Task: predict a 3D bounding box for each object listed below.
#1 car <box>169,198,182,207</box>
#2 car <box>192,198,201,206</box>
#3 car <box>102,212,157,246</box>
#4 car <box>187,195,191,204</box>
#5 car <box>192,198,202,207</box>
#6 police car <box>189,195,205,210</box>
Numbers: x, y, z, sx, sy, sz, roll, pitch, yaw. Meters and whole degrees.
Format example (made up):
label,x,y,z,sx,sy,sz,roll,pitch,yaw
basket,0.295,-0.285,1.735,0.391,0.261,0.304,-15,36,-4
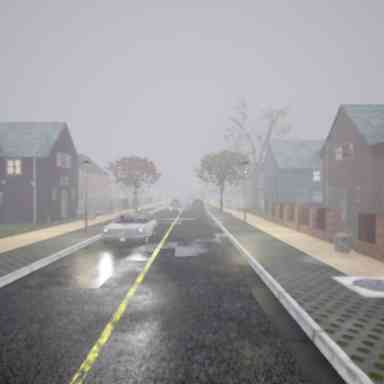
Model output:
label,x,y,z,sx,sy,sz,roll,pitch,yaw
car,-2.790,1.878,57.646,1.837,1.490,4.892,0,-1,1
car,0.835,1.939,64.726,1.837,1.490,4.892,0,-1,0
car,-2.847,1.679,15.916,1.895,1.301,4.718,0,0,0
car,0.013,1.811,83.050,2.150,2.045,5.566,0,-1,0
car,0.834,1.886,58.725,1.837,1.490,4.892,0,-1,0
police car,0.832,1.723,48.835,1.930,1.638,5.238,0,0,0
